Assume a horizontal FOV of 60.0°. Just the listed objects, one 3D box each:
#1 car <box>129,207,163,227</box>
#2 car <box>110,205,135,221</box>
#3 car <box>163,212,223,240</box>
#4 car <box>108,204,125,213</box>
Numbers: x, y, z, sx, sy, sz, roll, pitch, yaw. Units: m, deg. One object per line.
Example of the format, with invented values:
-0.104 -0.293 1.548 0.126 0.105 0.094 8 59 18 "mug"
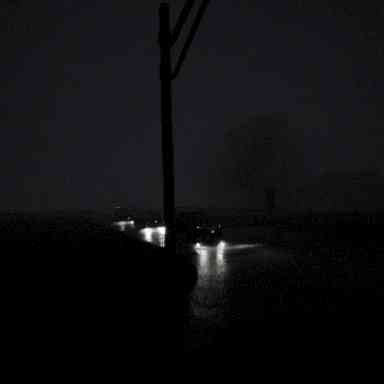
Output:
-3.847 2.335 29.718 1.994 1.385 4.181 -1 -1 -25 "car"
-8.066 2.603 39.407 2.033 1.411 5.357 -1 -1 -23 "car"
0.162 1.994 20.568 2.128 1.511 4.902 -1 -1 -24 "car"
-14.386 3.120 63.067 2.128 1.511 4.902 -1 -1 -24 "car"
